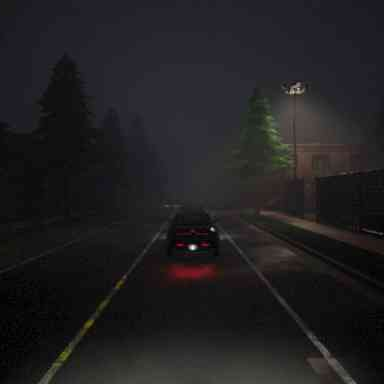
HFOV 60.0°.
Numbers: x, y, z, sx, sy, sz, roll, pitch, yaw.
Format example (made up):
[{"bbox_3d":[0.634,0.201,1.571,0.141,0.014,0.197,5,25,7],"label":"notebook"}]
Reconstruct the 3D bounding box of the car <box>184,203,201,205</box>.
[{"bbox_3d":[0.045,1.596,27.449,1.895,1.301,4.718,0,0,1],"label":"car"}]

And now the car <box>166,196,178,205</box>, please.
[{"bbox_3d":[-3.533,1.467,58.652,1.882,1.535,5.008,0,0,1],"label":"car"}]

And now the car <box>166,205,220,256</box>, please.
[{"bbox_3d":[0.048,1.504,13.079,1.837,1.490,4.892,0,0,1],"label":"car"}]
